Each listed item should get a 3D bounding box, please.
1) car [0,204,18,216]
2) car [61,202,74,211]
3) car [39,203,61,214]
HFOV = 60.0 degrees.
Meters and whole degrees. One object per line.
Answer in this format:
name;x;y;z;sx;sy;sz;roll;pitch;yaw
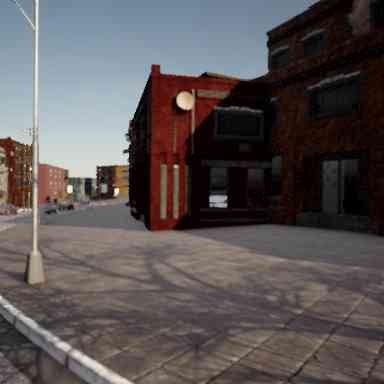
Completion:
car;-21.974;2.077;38.860;1.994;1.385;4.181;1;-1;-8
car;-20.662;2.287;54.550;1.812;1.442;4.674;1;-1;-8
car;-18.988;2.170;43.428;1.994;1.385;4.181;1;-1;-8
